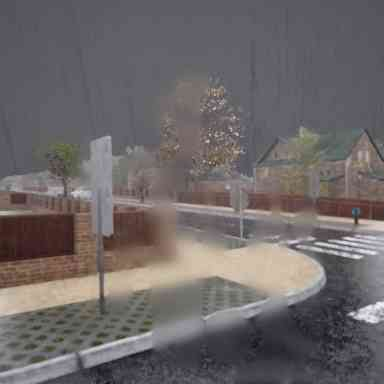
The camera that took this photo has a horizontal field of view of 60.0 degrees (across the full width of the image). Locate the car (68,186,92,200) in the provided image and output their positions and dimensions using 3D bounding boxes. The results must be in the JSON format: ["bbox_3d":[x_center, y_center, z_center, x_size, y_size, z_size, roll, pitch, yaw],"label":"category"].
[{"bbox_3d":[-15.747,0.220,48.100,2.150,2.045,5.566,-2,2,-35],"label":"car"}]

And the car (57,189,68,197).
[{"bbox_3d":[-21.580,0.300,56.531,2.128,1.511,4.902,-2,2,-33],"label":"car"}]

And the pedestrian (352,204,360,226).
[{"bbox_3d":[8.768,1.221,17.725,0.500,1.100,0.500,0,0,-35],"label":"pedestrian"}]
